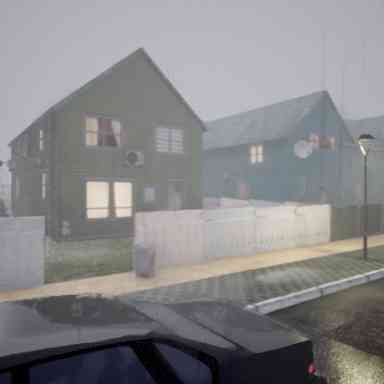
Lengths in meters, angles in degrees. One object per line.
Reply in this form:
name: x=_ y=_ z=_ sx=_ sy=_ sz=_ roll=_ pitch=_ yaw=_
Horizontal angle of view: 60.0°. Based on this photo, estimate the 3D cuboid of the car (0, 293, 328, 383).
car: x=-1.353 y=1.548 z=2.095 sx=5.357 sy=1.411 sz=2.033 roll=0 pitch=0 yaw=-36
